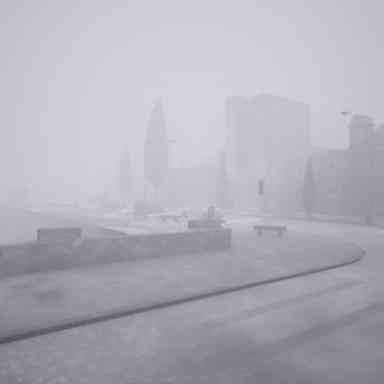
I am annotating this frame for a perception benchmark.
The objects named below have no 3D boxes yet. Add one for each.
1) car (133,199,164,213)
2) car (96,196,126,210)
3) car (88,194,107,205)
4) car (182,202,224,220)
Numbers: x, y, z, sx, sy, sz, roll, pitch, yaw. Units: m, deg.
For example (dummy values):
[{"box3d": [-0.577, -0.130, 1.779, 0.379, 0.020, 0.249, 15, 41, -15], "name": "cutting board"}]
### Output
[{"box3d": [-4.959, 1.613, 37.373, 1.837, 1.490, 4.892, 0, 0, -36], "name": "car"}, {"box3d": [-10.944, 1.656, 45.784, 2.033, 1.411, 5.357, 0, 0, -36], "name": "car"}, {"box3d": [-17.596, 1.356, 62.288, 2.150, 2.045, 5.566, 0, 0, -36], "name": "car"}, {"box3d": [0.850, 1.634, 29.235, 1.812, 1.442, 4.674, 0, 0, -36], "name": "car"}]
